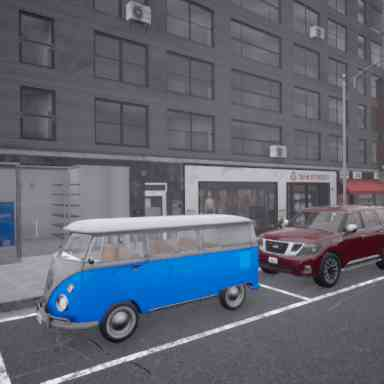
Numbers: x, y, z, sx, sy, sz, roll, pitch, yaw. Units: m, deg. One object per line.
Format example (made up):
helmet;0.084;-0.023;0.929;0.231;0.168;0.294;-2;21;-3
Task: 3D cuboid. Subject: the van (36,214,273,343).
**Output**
van;-0.559;1.340;6.157;3.998;1.788;1.690;0;-1;-36

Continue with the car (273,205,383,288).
car;3.974;1.312;9.420;5.009;1.841;2.192;0;-1;-36
